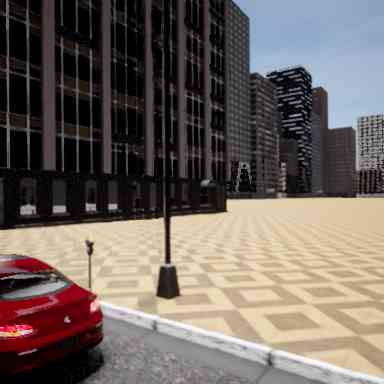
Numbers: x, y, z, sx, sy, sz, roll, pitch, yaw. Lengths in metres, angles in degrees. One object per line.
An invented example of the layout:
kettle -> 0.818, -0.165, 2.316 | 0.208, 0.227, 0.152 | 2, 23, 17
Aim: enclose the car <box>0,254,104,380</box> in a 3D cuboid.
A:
car -> -3.124, 1.637, 5.105 | 4.206, 1.307, 1.802 | -1, -1, 36
